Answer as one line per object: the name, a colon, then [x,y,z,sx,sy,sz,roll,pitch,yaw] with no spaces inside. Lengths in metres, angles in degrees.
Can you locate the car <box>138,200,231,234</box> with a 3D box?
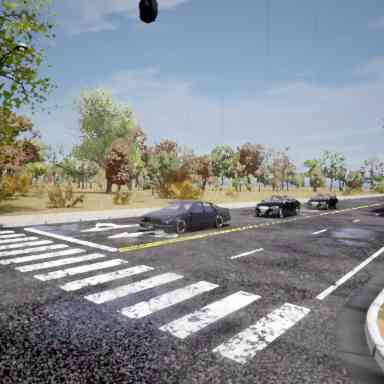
car: [-0.109,1.123,16.503,2.033,1.411,5.357,3,2,39]

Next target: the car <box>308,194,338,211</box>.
car: [12.786,0.948,32.402,2.128,1.511,4.902,3,2,39]

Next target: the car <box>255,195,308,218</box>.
car: [6.403,1.007,24.538,2.128,1.511,4.902,3,2,39]
